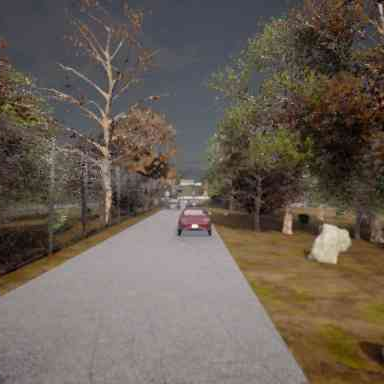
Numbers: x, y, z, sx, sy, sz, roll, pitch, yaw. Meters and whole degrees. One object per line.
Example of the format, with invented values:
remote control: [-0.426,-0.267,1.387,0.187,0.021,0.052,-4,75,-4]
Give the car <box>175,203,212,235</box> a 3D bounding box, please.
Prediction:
car: [0.151,1.580,19.227,1.812,1.442,4.674,0,0,0]

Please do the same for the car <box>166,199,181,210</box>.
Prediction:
car: [-2.540,1.692,46.611,1.812,1.442,4.674,0,0,0]

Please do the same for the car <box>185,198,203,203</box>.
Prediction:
car: [0.271,1.491,41.196,2.097,1.767,4.553,0,0,0]
